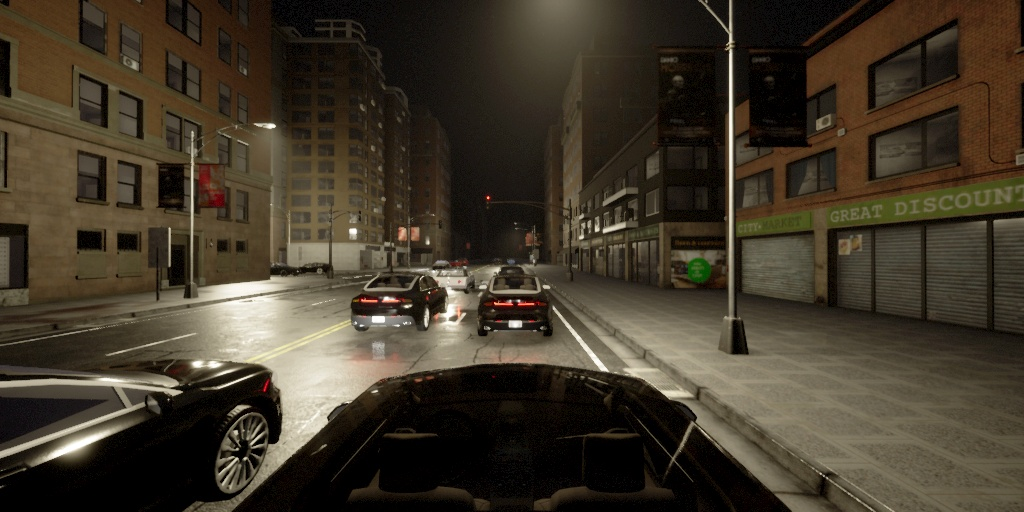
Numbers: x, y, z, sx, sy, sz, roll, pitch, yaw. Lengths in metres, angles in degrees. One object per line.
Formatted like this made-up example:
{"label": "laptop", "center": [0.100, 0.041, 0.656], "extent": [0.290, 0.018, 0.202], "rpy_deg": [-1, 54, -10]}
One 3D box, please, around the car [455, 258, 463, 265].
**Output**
{"label": "car", "center": [-9.950, 1.366, 60.496], "extent": [1.895, 1.301, 4.718], "rpy_deg": [0, 0, 0]}

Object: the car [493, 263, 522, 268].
{"label": "car", "center": [-0.036, 1.275, 19.592], "extent": [1.812, 1.442, 4.674], "rpy_deg": [0, 0, 0]}

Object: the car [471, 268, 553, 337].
{"label": "car", "center": [0.081, 1.254, 10.335], "extent": [1.837, 1.490, 4.892], "rpy_deg": [0, 0, 0]}

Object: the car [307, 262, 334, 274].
{"label": "car", "center": [-22.229, 1.340, 40.000], "extent": [4.313, 1.339, 1.948], "rpy_deg": [0, 0, 0]}

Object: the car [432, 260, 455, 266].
{"label": "car", "center": [-9.951, 1.308, 50.897], "extent": [2.033, 1.411, 5.357], "rpy_deg": [0, 0, 0]}

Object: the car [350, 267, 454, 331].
{"label": "car", "center": [-3.170, 1.254, 10.926], "extent": [1.837, 1.490, 4.892], "rpy_deg": [0, 0, 0]}

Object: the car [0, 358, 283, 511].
{"label": "car", "center": [-3.153, 1.242, 1.537], "extent": [2.128, 1.511, 4.902], "rpy_deg": [0, 0, 0]}

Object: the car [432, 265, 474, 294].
{"label": "car", "center": [-3.190, 1.350, 20.238], "extent": [1.895, 1.301, 4.718], "rpy_deg": [0, 0, 0]}

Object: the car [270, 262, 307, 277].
{"label": "car", "center": [-22.611, 1.310, 34.519], "extent": [4.181, 1.385, 1.994], "rpy_deg": [0, 0, 0]}
